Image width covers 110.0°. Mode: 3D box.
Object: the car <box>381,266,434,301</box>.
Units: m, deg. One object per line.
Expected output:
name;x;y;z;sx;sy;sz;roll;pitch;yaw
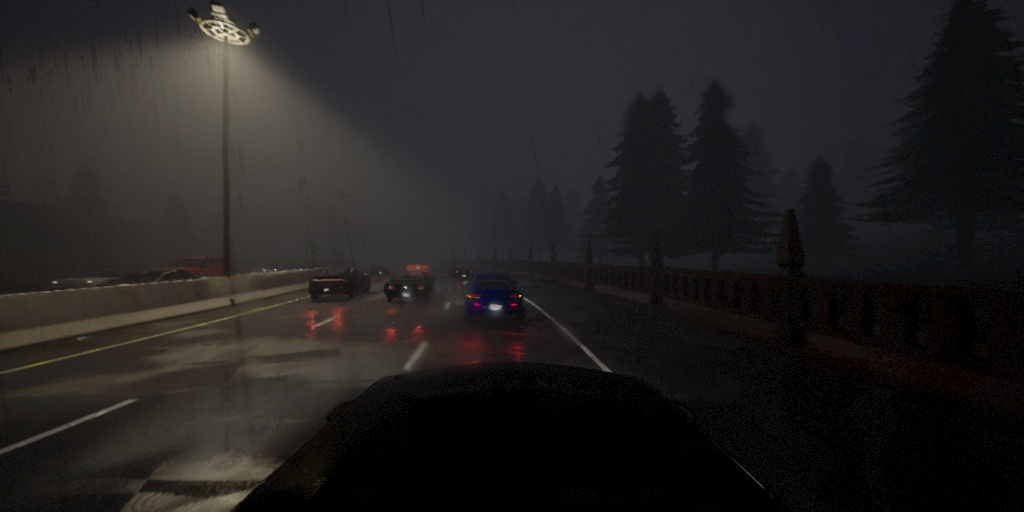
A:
car;-4.829;1.373;17.450;1.895;1.301;4.718;0;0;-9

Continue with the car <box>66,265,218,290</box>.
car;-15.341;1.317;15.387;1.837;1.490;4.892;0;0;-9

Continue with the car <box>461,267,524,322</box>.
car;-0.690;1.280;12.331;1.812;1.442;4.674;0;0;-6

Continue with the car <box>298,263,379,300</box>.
car;-8.514;1.278;18.118;2.128;1.511;4.902;0;0;-9

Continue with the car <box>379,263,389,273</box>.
car;-14.572;1.414;39.469;1.895;1.301;4.718;0;0;-22

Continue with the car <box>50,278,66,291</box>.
car;-23.475;1.445;20.846;1.895;1.301;4.718;0;0;-13

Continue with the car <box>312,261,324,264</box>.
car;-29.217;1.420;54.162;2.033;1.411;5.357;0;0;-25

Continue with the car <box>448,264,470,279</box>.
car;-4.666;1.375;32.330;1.895;1.301;4.718;0;0;-17

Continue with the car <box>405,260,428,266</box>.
car;-9.351;1.145;35.340;2.097;1.767;4.553;0;0;-19

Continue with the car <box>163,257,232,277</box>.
car;-20.418;1.054;23.059;2.150;2.045;5.566;0;0;-14
